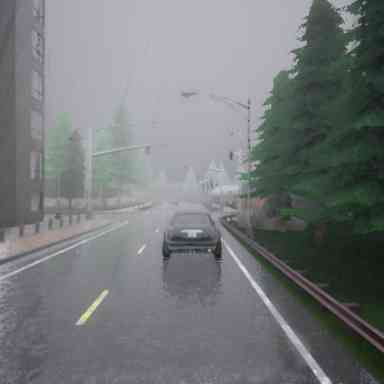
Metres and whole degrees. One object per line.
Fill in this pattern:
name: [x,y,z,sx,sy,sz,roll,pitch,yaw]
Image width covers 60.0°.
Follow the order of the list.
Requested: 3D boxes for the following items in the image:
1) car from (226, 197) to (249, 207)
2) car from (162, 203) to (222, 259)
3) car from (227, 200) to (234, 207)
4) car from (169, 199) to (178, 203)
car: [8.421,1.825,61.776,3.866,1.878,1.905,0,-1,-1]
car: [0.015,1.500,13.406,2.097,1.767,4.553,0,-1,0]
car: [8.837,1.795,59.266,4.605,1.855,1.932,0,-1,-1]
car: [-4.140,2.357,75.953,1.994,1.385,4.181,0,-1,0]
